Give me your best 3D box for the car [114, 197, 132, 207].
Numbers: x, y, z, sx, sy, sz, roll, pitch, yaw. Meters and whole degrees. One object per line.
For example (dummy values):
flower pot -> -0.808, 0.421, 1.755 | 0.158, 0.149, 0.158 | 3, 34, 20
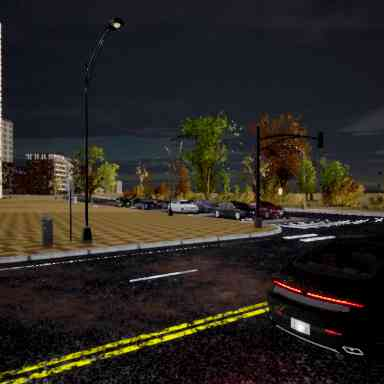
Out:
car -> -11.284, 1.626, 54.175 | 1.837, 1.490, 4.892 | 0, 0, -29

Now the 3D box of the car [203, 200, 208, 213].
car -> 1.468, 1.618, 39.087 | 2.033, 1.411, 5.357 | 0, 0, -32

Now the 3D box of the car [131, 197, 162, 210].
car -> -6.234, 1.667, 45.509 | 1.994, 1.385, 4.181 | 0, 0, -31

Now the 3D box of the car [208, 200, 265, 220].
car -> 3.754, 1.564, 29.192 | 1.837, 1.490, 4.892 | 0, 0, -32

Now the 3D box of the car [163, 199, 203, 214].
car -> -1.049, 1.607, 36.979 | 1.812, 1.442, 4.674 | 0, 0, -31

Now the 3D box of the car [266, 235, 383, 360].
car -> 3.416, 1.504, 5.708 | 4.892, 1.490, 1.837 | 0, 0, -34

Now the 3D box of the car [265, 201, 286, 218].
car -> 6.555, 1.573, 30.826 | 1.812, 1.442, 4.674 | 0, 0, -30

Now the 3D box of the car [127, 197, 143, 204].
car -> -11.897, 1.680, 68.779 | 1.994, 1.385, 4.181 | 0, 0, -29

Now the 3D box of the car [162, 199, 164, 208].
car -> -3.691, 1.656, 47.627 | 1.994, 1.385, 4.181 | 0, 0, -30
